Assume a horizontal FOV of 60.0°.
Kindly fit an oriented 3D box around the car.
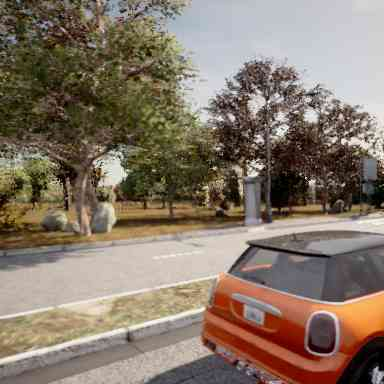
[{"bbox_3d":[2.399,1.352,4.849,4.553,1.767,2.097,0,0,-36],"label":"car"}]
